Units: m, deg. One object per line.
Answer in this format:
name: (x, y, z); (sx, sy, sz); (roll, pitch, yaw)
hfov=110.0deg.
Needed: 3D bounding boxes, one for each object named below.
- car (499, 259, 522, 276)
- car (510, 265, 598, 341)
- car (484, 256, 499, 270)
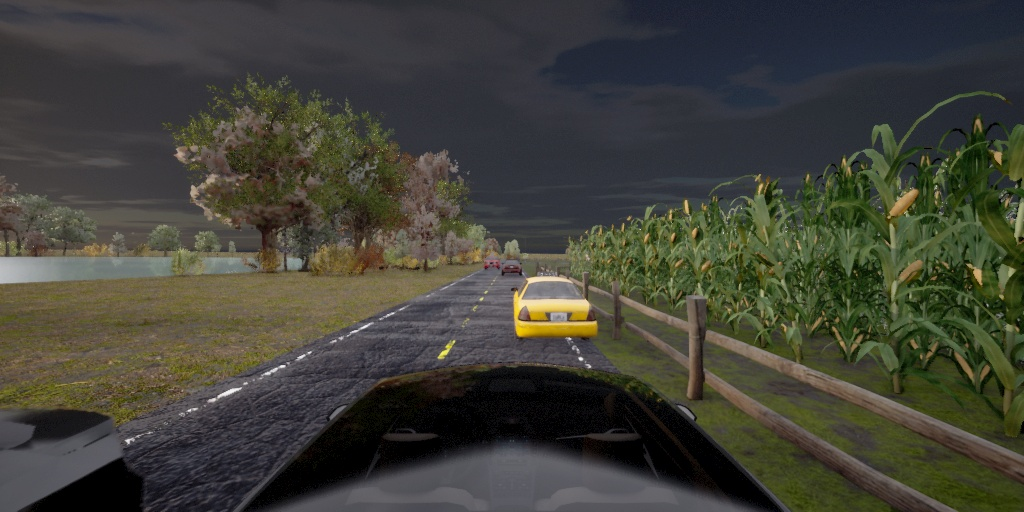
car: (-0.026, 1.107, 37.914); (2.097, 1.767, 4.553); (0, 0, 0)
car: (0.940, 1.206, 9.844); (1.801, 1.575, 5.366); (0, 0, 0)
car: (-2.895, 0.980, 52.676); (2.150, 2.045, 5.566); (0, 0, 0)
